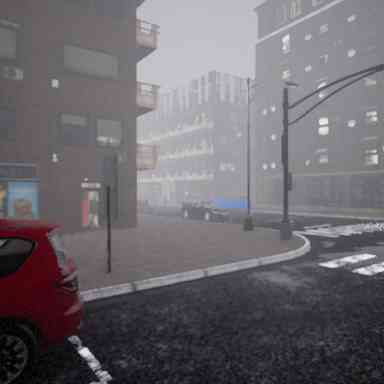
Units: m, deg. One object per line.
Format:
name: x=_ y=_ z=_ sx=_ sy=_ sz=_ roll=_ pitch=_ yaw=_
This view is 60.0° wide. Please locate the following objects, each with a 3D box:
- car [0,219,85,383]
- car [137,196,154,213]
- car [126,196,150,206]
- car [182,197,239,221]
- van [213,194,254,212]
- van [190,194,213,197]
car: x=-3.746 y=1.331 z=3.585 sx=5.009 sy=1.841 sz=2.192 roll=-1 pitch=1 yaw=-35
car: x=-5.374 y=1.346 z=33.174 sx=1.802 sy=1.307 sz=4.206 roll=0 pitch=0 yaw=-34
car: x=-8.359 y=1.301 z=51.473 sx=1.887 sy=1.381 sz=4.507 roll=0 pitch=0 yaw=-34
car: x=0.951 y=1.300 z=23.944 sx=2.008 sy=1.369 sz=4.403 roll=0 pitch=0 yaw=-34
van: x=4.288 y=1.070 z=33.013 sx=1.690 sy=1.788 sz=3.998 roll=0 pitch=0 yaw=-34
van: x=1.126 y=1.077 z=37.628 sx=1.690 sy=1.788 sz=3.998 roll=0 pitch=0 yaw=-34
